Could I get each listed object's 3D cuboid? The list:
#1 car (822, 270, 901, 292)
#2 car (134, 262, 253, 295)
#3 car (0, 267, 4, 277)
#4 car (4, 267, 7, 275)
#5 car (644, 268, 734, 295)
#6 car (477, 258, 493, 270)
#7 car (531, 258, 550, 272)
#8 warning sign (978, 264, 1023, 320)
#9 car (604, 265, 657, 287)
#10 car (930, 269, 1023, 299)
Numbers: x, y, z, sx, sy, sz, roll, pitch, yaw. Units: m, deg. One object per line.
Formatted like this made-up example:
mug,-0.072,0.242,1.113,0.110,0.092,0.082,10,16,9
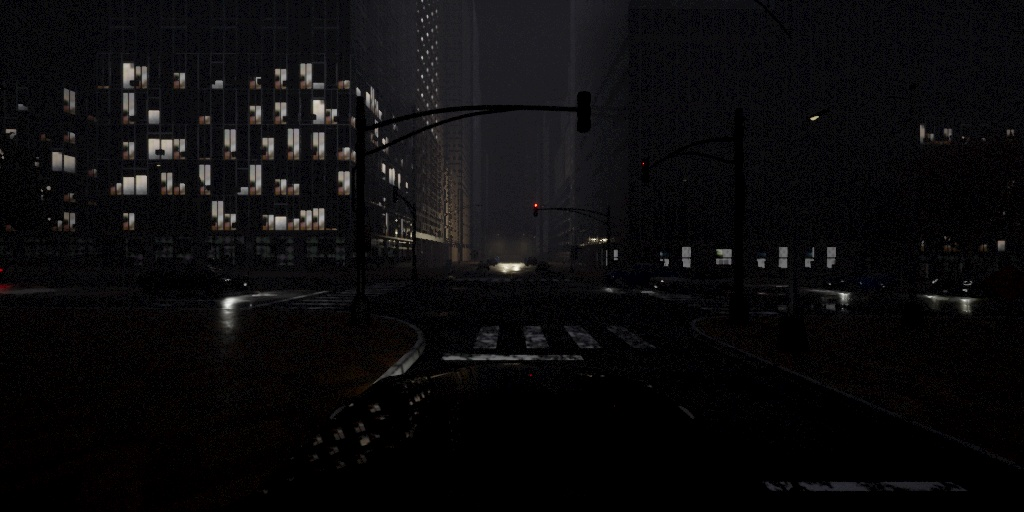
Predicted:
car,24.847,1.746,25.510,4.674,1.442,1.812,1,0,-3
car,-14.958,1.026,16.940,4.674,1.442,1.812,1,0,-1
car,-27.404,0.763,16.360,4.902,1.511,2.128,1,0,-3
car,-31.331,0.800,19.636,4.718,1.301,1.895,1,0,-3
car,10.835,1.571,21.601,4.718,1.301,1.895,1,0,-3
car,-4.051,1.342,51.726,1.802,1.307,4.207,0,0,0
car,3.905,1.329,46.238,1.948,1.339,4.313,0,0,0
warning sign,17.269,1.204,12.442,1.060,1.860,1.300,0,0,-3
car,9.028,1.406,25.213,5.008,1.535,1.882,2,0,4
car,29.271,1.652,22.461,4.553,1.767,2.097,1,0,-3
